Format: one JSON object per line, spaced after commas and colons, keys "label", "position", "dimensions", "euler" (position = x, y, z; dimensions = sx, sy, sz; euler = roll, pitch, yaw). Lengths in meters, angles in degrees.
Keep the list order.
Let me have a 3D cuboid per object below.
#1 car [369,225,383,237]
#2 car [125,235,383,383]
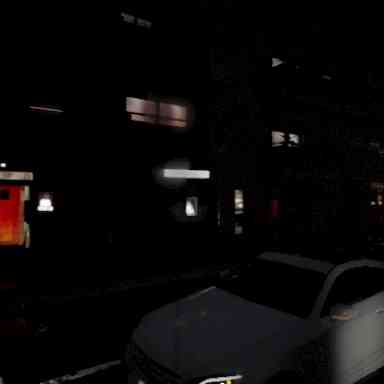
{"label": "car", "position": [8.227, 1.595, 12.427], "dimensions": [4.403, 1.369, 2.008], "euler": [0, 0, -35]}
{"label": "car", "position": [1.447, 1.537, 4.400], "dimensions": [4.674, 1.442, 1.812], "euler": [0, 0, -36]}
